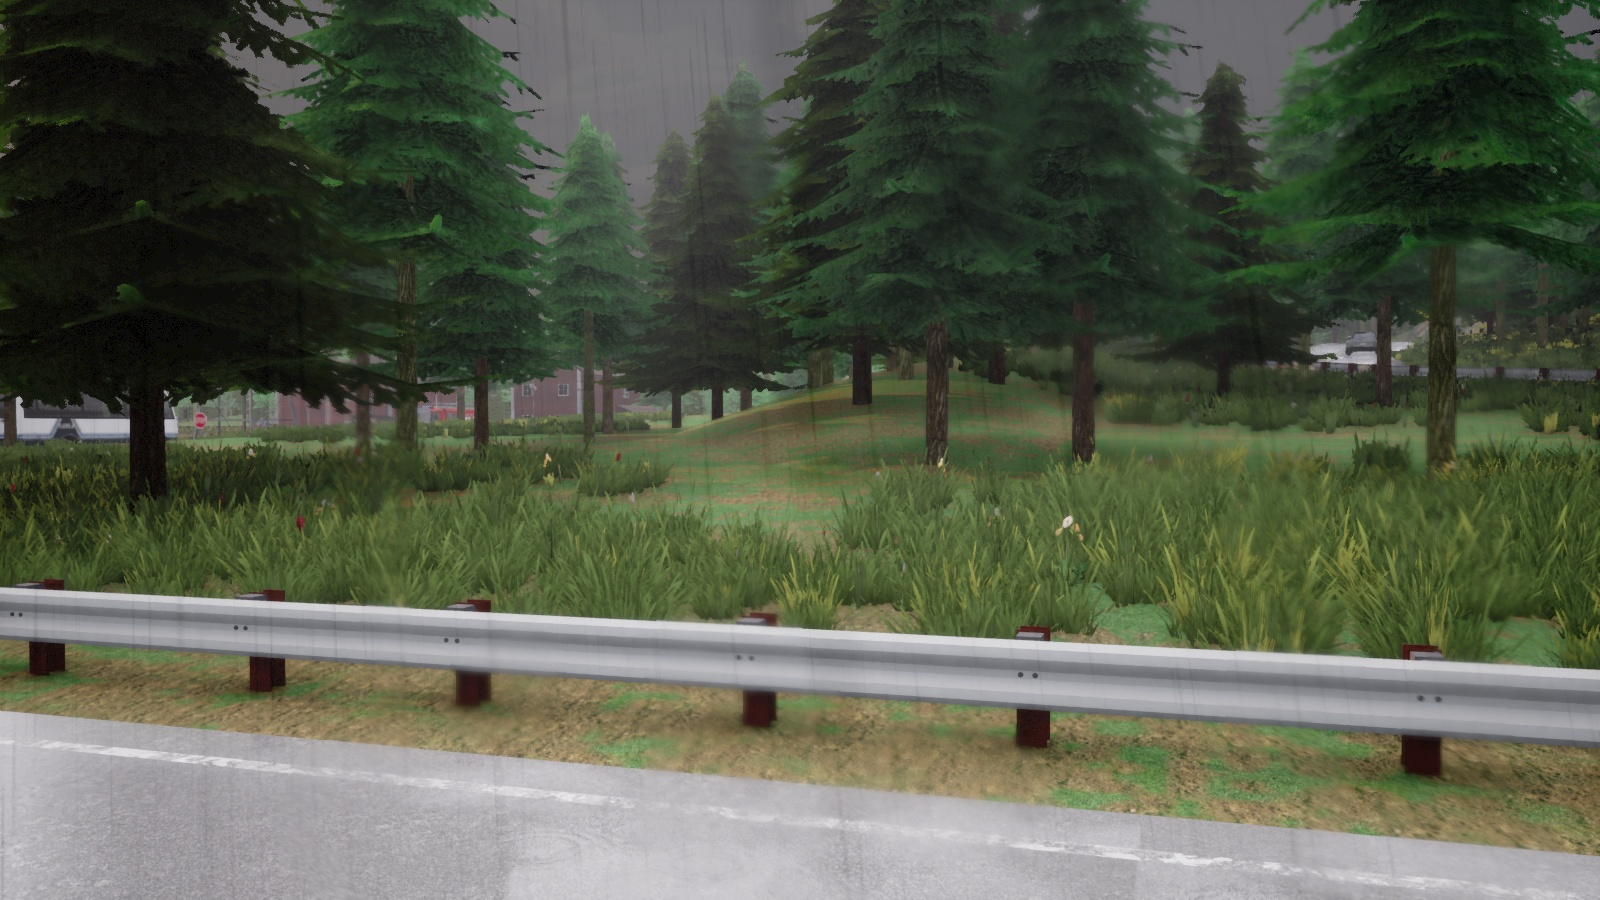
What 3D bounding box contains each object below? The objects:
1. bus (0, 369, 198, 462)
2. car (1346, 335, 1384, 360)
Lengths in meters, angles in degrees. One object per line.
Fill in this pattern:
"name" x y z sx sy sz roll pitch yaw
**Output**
"bus" -35.726 -1.667 63.051 3.944 4.253 10.273 0 1 17
"car" 34.706 -6.324 77.092 1.994 1.385 4.181 1 6 26
